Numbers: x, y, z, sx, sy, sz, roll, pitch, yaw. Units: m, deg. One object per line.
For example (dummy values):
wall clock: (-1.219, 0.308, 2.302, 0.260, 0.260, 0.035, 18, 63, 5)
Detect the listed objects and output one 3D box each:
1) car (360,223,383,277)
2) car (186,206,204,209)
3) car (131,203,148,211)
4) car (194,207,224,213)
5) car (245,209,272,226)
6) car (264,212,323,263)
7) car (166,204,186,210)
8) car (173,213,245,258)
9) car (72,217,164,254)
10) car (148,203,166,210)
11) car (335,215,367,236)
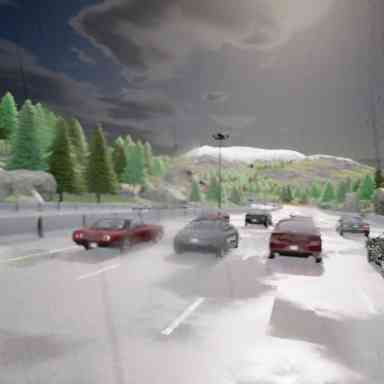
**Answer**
car: (7.045, 1.988, 10.981, 1.895, 1.301, 4.718, 1, -1, 19)
car: (1.046, 3.045, 58.842, 1.895, 1.301, 4.718, 1, -2, 19)
car: (-9.290, 2.739, 61.007, 1.895, 1.301, 4.718, 1, -2, 19)
car: (1.950, 2.194, 28.607, 1.895, 1.301, 4.718, 1, -1, 19)
car: (5.877, 2.216, 29.231, 1.882, 1.535, 5.008, 1, -1, 19)
car: (4.341, 1.832, 13.842, 1.882, 1.535, 5.008, 1, -1, 19)
car: (-2.301, 2.859, 59.847, 1.837, 1.490, 4.892, 1, -2, 19)
car: (0.754, 1.813, 14.185, 1.994, 1.385, 4.181, 1, -1, 19)
car: (-2.893, 1.738, 14.363, 1.895, 1.301, 4.718, 1, -1, 19)
car: (-5.685, 2.787, 60.739, 1.812, 1.442, 4.674, 1, -2, 19)
car: (11.373, 2.338, 23.752, 2.033, 1.411, 5.357, 1, -1, 19)
